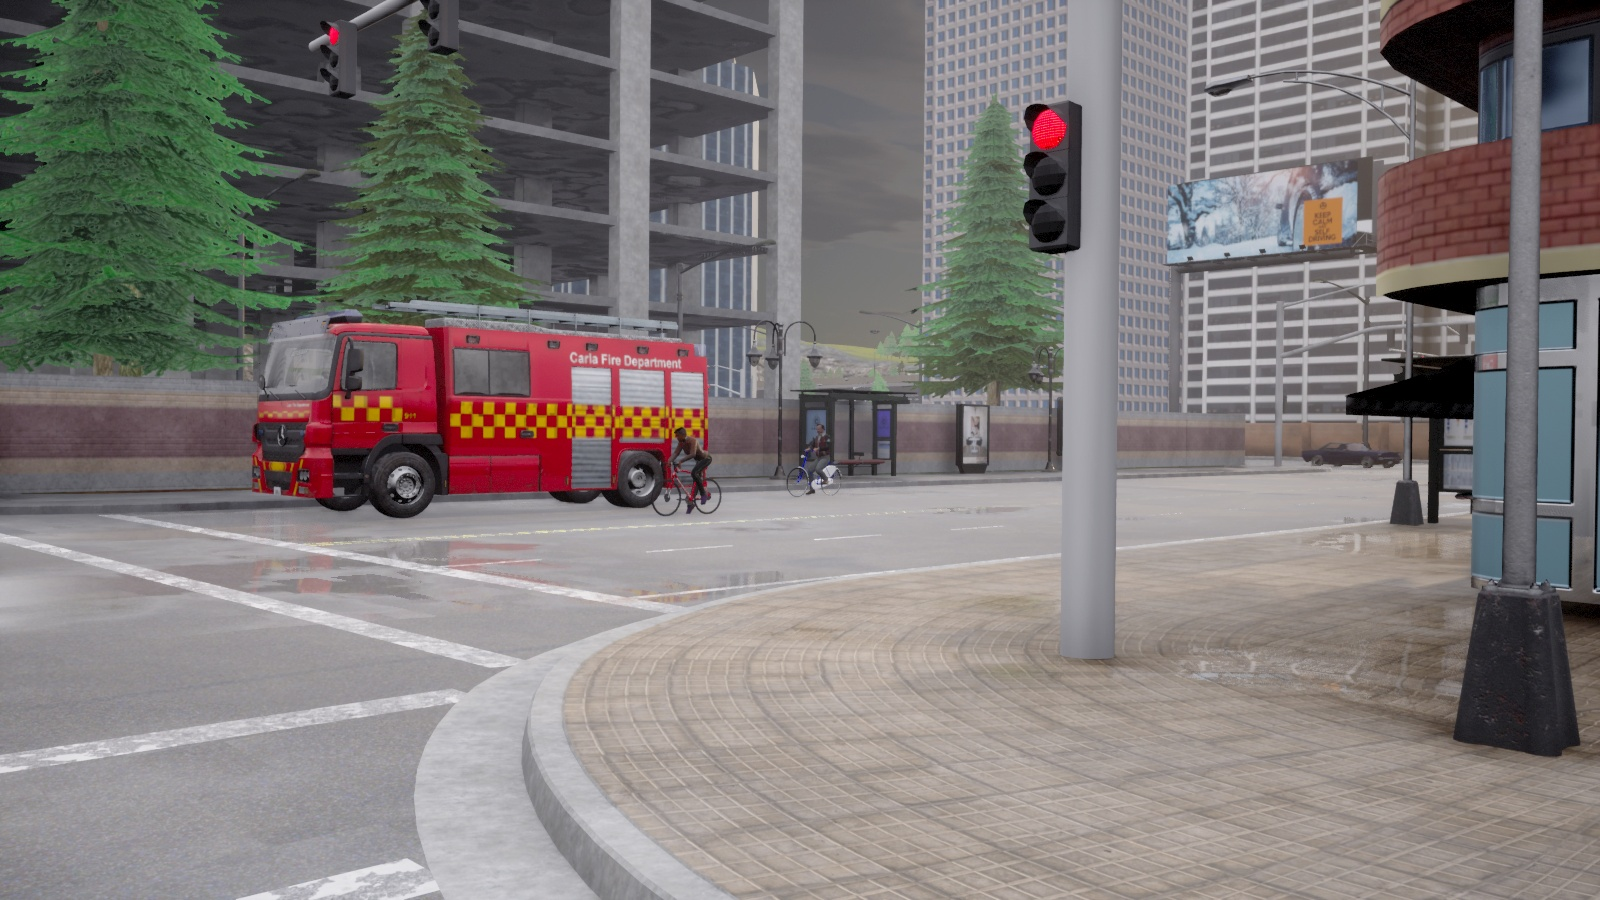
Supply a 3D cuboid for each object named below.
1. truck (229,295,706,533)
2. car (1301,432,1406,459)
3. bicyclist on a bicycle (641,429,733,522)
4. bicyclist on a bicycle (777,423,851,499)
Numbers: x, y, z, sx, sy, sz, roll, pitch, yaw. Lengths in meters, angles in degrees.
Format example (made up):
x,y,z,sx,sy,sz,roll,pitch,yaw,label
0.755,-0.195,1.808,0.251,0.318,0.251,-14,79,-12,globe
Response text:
x,y,z,sx,sy,sz,roll,pitch,yaw,label
-6.031,-0.653,24.140,8.468,3.827,2.891,-1,1,-44,truck
28.021,-0.236,63.708,1.895,1.301,4.718,-1,1,-29,car
-2.060,0.443,23.091,1.656,1.620,0.582,-2,1,-44,bicyclist on a bicycle
0.346,0.242,30.206,1.843,1.776,0.659,-1,1,-44,bicyclist on a bicycle
